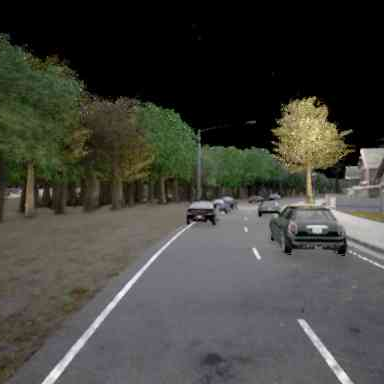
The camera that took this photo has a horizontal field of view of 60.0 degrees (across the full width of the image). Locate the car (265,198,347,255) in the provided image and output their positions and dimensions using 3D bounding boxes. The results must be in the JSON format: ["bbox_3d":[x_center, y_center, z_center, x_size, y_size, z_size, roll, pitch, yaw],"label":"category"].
[{"bbox_3d":[4.397,1.302,13.276,2.097,1.767,4.553,0,0,5],"label":"car"}]

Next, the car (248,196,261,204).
[{"bbox_3d":[10.744,1.279,55.547,1.895,1.301,4.718,0,0,22],"label":"car"}]

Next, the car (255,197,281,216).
[{"bbox_3d":[7.091,1.402,30.536,1.994,1.385,4.181,0,0,12],"label":"car"}]

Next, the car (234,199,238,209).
[{"bbox_3d":[4.129,1.260,38.544,1.882,1.535,5.008,0,0,15],"label":"car"}]

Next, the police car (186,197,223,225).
[{"bbox_3d":[0.857,1.304,23.075,1.930,1.638,5.238,0,0,9],"label":"police car"}]

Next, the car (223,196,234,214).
[{"bbox_3d":[2.708,1.344,32.744,1.812,1.442,4.674,0,0,13],"label":"car"}]

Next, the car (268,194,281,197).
[{"bbox_3d":[17.448,1.059,70.362,1.994,1.385,4.181,0,0,28],"label":"car"}]
